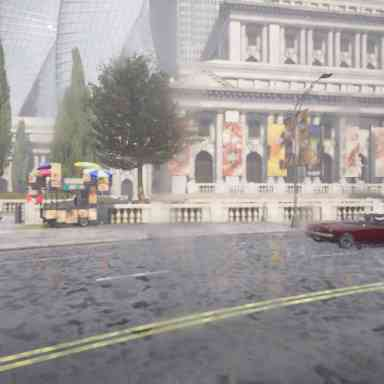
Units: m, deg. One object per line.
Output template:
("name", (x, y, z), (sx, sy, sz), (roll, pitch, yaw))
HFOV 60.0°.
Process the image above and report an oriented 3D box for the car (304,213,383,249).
("car", (7.295, 1.591, 14.226), (4.718, 1.301, 1.895), (0, 0, -15))
